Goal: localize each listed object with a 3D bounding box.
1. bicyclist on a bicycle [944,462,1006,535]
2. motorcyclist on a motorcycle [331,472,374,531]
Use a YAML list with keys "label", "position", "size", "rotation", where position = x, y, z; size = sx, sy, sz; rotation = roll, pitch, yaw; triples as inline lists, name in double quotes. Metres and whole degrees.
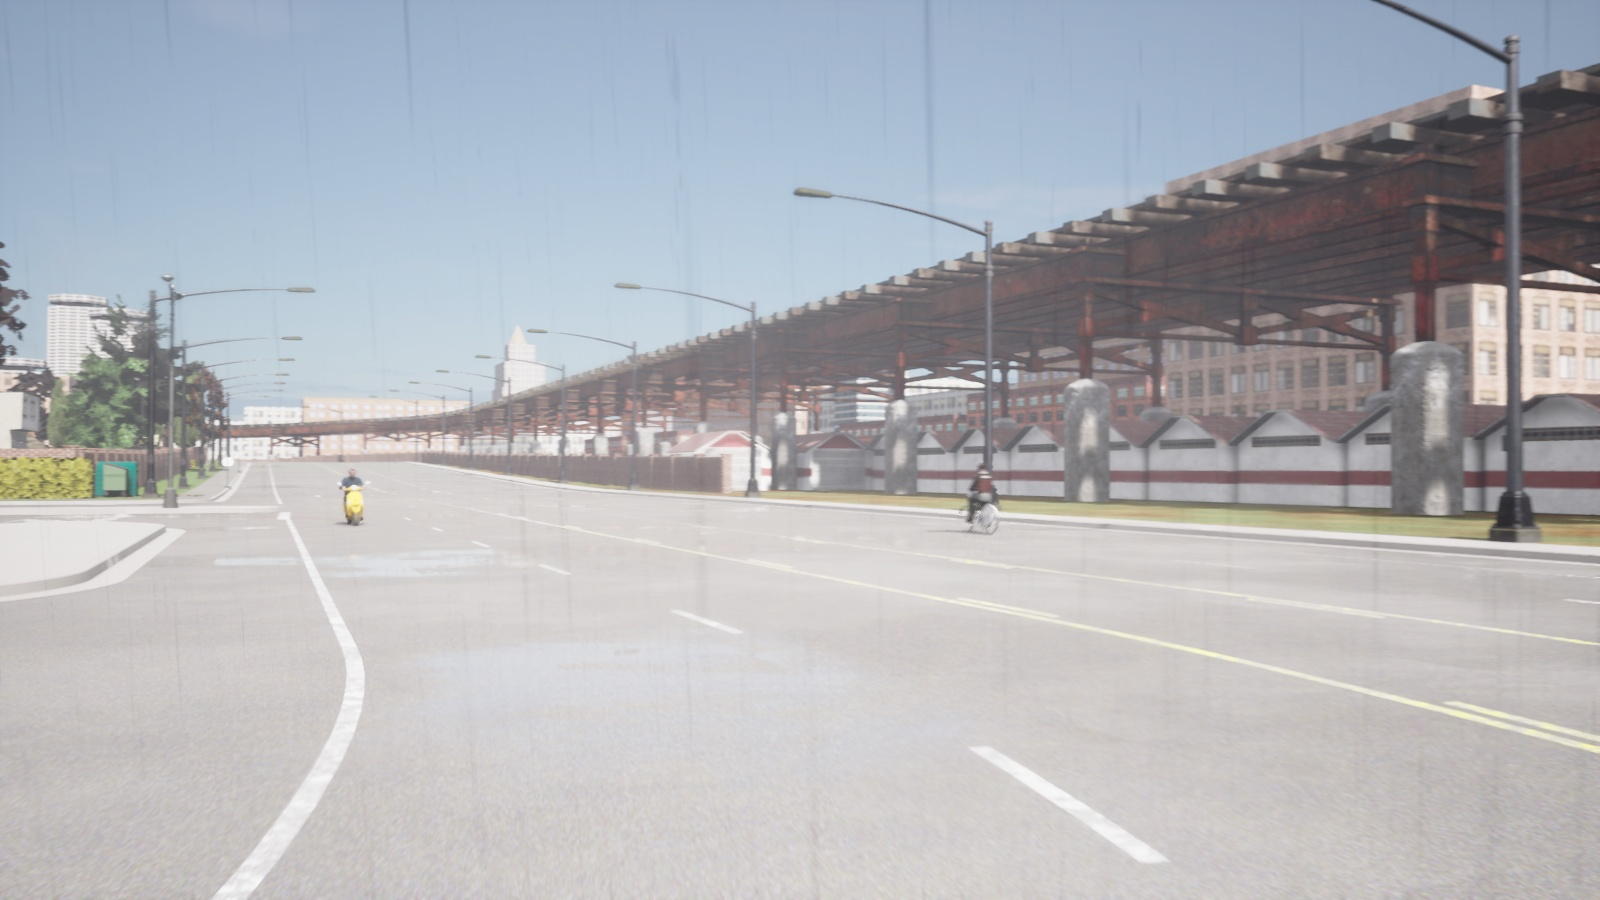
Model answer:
- label: "bicyclist on a bicycle"
  position: [4.383, 1.191, 31.590]
  size: [0.659, 1.776, 1.843]
  rotation: [0, -1, -23]
- label: "motorcyclist on a motorcycle"
  position: [-12.519, 1.424, 35.107]
  size: [0.866, 1.590, 1.817]
  rotation: [-1, -1, -27]
